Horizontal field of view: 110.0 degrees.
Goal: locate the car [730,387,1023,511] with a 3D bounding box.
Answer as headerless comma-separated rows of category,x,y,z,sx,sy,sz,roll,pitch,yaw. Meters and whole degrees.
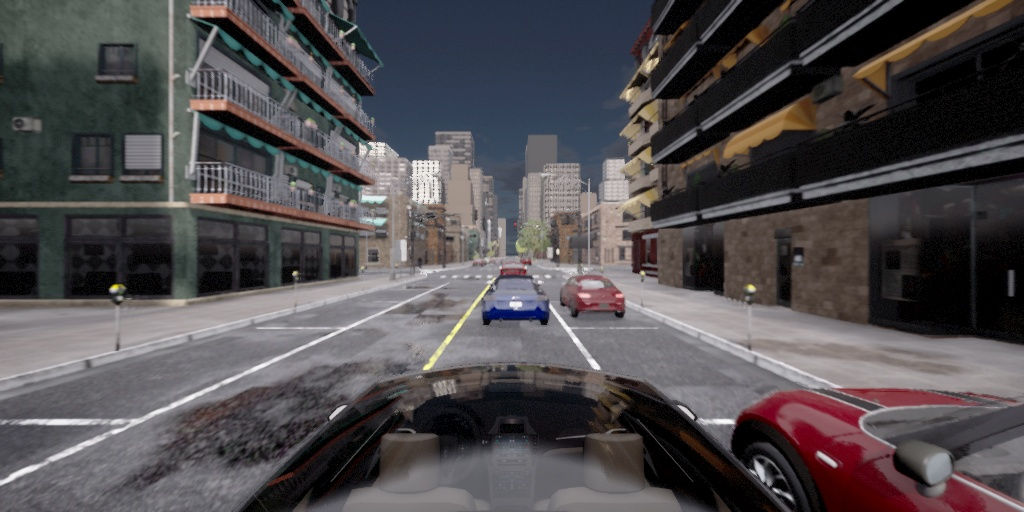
car,2.690,1.191,1.230,1.967,1.591,4.097,0,0,0

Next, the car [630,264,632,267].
car,17.487,0.973,46.119,4.313,1.339,1.948,0,0,0

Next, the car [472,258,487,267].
car,-5.791,1.128,61.788,1.888,1.381,4.507,0,0,0

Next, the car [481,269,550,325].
car,0.098,1.278,11.700,1.994,1.385,4.181,0,0,0

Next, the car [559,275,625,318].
car,2.688,1.296,12.560,1.802,1.307,4.207,0,0,0

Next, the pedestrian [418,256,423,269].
pedestrian,-12.521,0.896,49.042,0.375,1.860,0.375,0,1,0

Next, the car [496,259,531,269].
car,0.094,1.153,25.507,1.882,1.535,5.008,0,0,0
